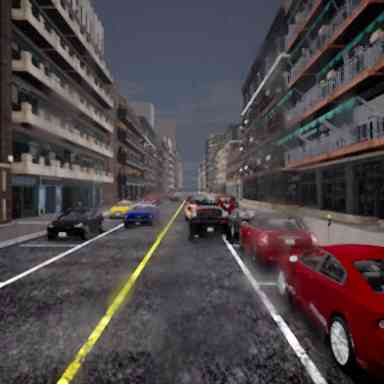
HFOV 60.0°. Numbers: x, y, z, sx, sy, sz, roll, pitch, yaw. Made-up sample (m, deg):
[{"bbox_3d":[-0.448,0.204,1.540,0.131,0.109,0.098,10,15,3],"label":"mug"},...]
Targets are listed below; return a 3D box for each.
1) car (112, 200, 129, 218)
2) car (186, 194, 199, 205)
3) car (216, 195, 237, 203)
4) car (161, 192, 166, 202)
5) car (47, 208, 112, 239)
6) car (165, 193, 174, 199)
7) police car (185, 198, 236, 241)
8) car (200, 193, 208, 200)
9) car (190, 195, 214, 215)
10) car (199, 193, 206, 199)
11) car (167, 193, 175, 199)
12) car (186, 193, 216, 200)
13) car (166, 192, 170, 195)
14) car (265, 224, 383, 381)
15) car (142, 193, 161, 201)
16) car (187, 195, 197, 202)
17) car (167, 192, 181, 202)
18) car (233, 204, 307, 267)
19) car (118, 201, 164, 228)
[{"bbox_3d":[-5.668,1.368,27.865,1.752,1.417,4.829,0,0,0],"label":"car"},{"bbox_3d":[0.039,1.179,51.821,1.882,1.535,5.008,0,0,0],"label":"car"},{"bbox_3d":[2.714,1.156,28.024,2.192,1.841,5.009,0,0,0],"label":"car"},{"bbox_3d":[-5.649,1.024,50.580,2.192,1.841,5.009,0,0,0],"label":"car"},{"bbox_3d":[-5.677,1.472,16.762,1.947,1.339,4.313,0,0,0],"label":"car"},{"bbox_3d":[-5.623,0.945,84.397,1.967,1.590,4.097,0,0,0],"label":"car"},{"bbox_3d":[0.774,1.331,16.366,1.930,1.638,5.238,0,0,0],"label":"police car"},{"bbox_3d":[2.752,1.063,78.922,1.752,1.417,4.829,0,0,0],"label":"car"},{"bbox_3d":[0.879,1.170,32.225,2.097,1.767,4.553,0,0,0],"label":"car"},{"bbox_3d":[2.761,1.015,90.024,1.887,1.381,4.507,0,0,0],"label":"car"},{"bbox_3d":[-5.619,1.015,90.035,1.887,1.381,4.507,0,0,0],"label":"car"},{"bbox_3d":[0.635,1.206,26.286,2.097,1.767,4.553,0,0,4],"label":"car"},{"bbox_3d":[-5.627,0.854,78.761,2.192,1.841,5.009,0,0,0],"label":"car"},{"bbox_3d":[2.695,1.514,5.480,1.887,1.381,4.507,0,0,0],"label":"car"},{"bbox_3d":[-5.655,1.182,44.944,1.967,1.590,4.097,0,0,0],"label":"car"},{"bbox_3d":[0.051,1.215,66.833,1.895,1.301,4.718,0,0,0],"label":"car"},{"bbox_3d":[-2.987,1.208,61.812,1.994,1.385,4.181,0,0,1],"label":"car"},{"bbox_3d":[2.699,1.377,11.116,1.967,1.590,4.097,0,0,0],"label":"car"},{"bbox_3d":[-3.085,1.481,21.219,1.895,1.301,4.718,0,0,0],"label":"car"}]
